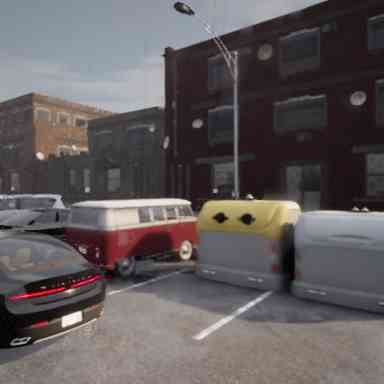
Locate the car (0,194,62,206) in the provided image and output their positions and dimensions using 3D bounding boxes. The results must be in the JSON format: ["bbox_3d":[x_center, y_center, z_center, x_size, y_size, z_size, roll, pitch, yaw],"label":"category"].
[{"bbox_3d":[-8.318,1.128,14.852,2.435,2.045,5.566,1,0,35],"label":"car"}]

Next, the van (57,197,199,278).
[{"bbox_3d":[-1.496,1.214,10.165,1.878,1.987,4.442,0,0,35],"label":"van"}]

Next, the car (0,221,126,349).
[{"bbox_3d":[-3.607,1.470,5.950,4.892,1.490,1.837,0,0,35],"label":"car"}]

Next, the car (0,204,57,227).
[{"bbox_3d":[-6.076,1.431,13.251,2.163,1.488,4.792,1,0,35],"label":"car"}]
